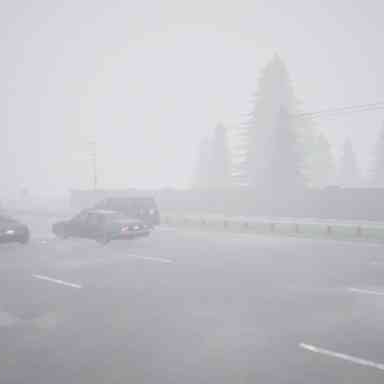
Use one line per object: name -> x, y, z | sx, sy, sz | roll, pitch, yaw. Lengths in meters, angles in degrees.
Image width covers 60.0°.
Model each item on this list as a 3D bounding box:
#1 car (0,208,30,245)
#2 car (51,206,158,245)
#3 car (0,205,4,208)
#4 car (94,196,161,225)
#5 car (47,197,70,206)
car -> -9.060, 1.605, 14.753 | 4.181, 1.385, 1.994 | 0, 0, 36
car -> -4.429, 1.580, 15.750 | 5.357, 1.411, 2.033 | 0, 0, 36
car -> -19.107, 1.590, 30.520 | 4.892, 1.490, 1.837 | 0, 0, 36
car -> -4.423, 1.261, 20.045 | 5.566, 2.045, 2.150 | 0, 0, 36
car -> -22.371, 1.637, 57.437 | 4.892, 1.490, 1.837 | 0, 0, -27
